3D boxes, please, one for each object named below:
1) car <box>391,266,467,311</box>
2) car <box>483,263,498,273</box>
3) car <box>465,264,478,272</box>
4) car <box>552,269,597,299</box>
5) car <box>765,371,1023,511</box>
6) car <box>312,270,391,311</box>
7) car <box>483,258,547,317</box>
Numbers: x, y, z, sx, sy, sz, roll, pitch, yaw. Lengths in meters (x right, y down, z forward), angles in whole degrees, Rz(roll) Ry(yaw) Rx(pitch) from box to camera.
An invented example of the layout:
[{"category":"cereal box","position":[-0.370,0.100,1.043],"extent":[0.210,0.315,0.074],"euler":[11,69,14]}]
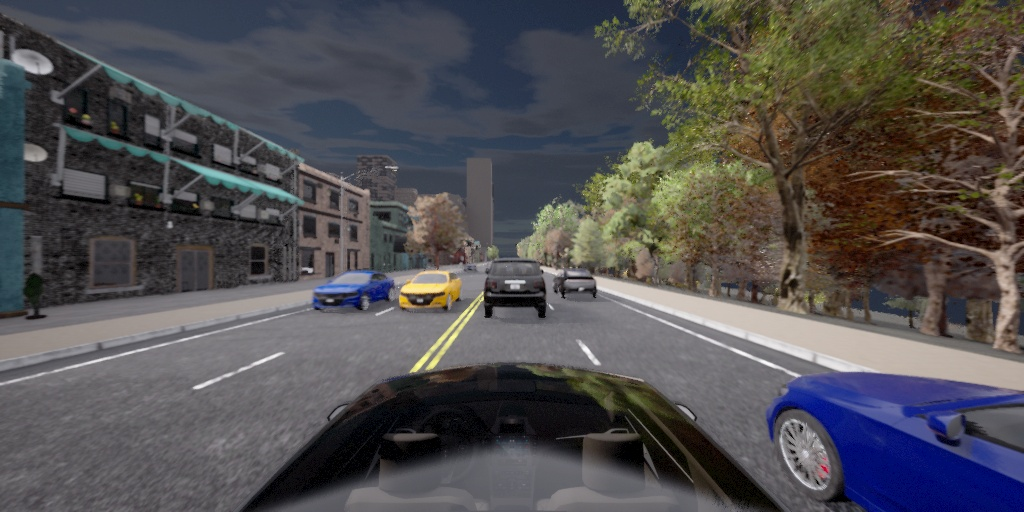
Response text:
[{"category":"car","position":[-3.349,1.377,15.545],"extent":[1.882,1.535,5.008],"euler":[0,-1,0]},{"category":"car","position":[-3.418,1.853,58.180],"extent":[2.128,1.511,4.902],"euler":[0,-1,0]},{"category":"car","position":[-6.666,1.924,58.008],"extent":[1.994,1.385,4.181],"euler":[0,-1,0]},{"category":"car","position":[3.352,1.437,19.722],"extent":[2.128,1.511,4.902],"euler":[0,-1,0]},{"category":"car","position":[3.350,1.273,1.483],"extent":[1.812,1.442,4.674],"euler":[0,-1,0]},{"category":"car","position":[-6.598,1.377,15.494],"extent":[1.882,1.535,5.008],"euler":[0,-1,0]},{"category":"car","position":[0.102,1.105,14.076],"extent":[2.150,2.045,5.566],"euler":[0,-1,0]}]
